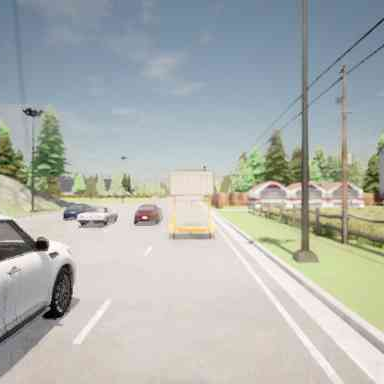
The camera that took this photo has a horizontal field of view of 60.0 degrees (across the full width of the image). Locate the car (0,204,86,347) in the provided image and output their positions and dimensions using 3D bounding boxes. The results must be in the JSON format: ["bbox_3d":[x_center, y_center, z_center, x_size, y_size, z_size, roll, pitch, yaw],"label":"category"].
[{"bbox_3d":[-3.399,1.255,4.317,2.150,2.045,5.566,0,0,0],"label":"car"}]

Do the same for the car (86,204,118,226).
[{"bbox_3d":[-6.918,1.788,25.018,1.895,1.301,4.718,0,0,0],"label":"car"}]

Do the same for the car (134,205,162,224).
[{"bbox_3d":[-3.422,1.724,26.423,1.812,1.442,4.674,0,0,0],"label":"car"}]

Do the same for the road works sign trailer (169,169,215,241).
[{"bbox_3d":[-0.009,0.597,17.662,2.380,3.560,2.880,0,0,0],"label":"road works sign trailer"}]

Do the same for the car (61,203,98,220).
[{"bbox_3d":[-10.429,1.797,31.138,1.994,1.385,4.181,0,0,0],"label":"car"}]
